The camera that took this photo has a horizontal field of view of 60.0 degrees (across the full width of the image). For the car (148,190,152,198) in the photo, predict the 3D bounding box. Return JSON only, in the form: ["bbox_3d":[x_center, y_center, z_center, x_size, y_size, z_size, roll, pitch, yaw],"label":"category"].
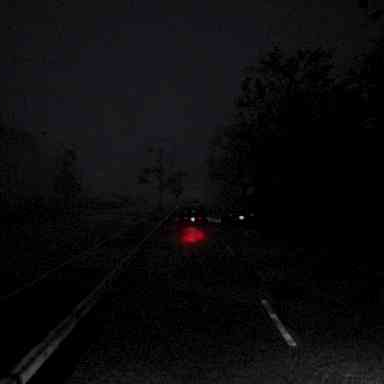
[{"bbox_3d":[-13.944,0.942,88.837,4.792,1.488,2.163,-1,1,-20],"label":"car"}]

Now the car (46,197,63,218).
[{"bbox_3d":[-13.876,1.337,28.803,4.553,1.767,2.185,-1,0,-20],"label":"car"}]

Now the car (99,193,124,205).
[{"bbox_3d":[-14.102,1.386,52.724,5.366,1.575,1.946,-1,1,-20],"label":"car"}]

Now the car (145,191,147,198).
[{"bbox_3d":[-13.963,1.123,79.821,4.674,1.452,2.002,-1,1,-20],"label":"car"}]

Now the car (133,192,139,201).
[{"bbox_3d":[-13.772,1.294,64.871,5.366,1.575,1.946,-1,0,-20],"label":"car"}]

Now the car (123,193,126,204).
[{"bbox_3d":[-13.938,1.410,55.797,4.674,1.452,2.002,-1,0,-20],"label":"car"}]

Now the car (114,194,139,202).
[{"bbox_3d":[-13.976,1.257,70.797,4.792,1.488,2.163,-1,1,-20],"label":"car"}]

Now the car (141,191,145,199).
[{"bbox_3d":[-13.989,1.010,76.808,4.553,1.767,2.185,-1,1,-20],"label":"car"}]

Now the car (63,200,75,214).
[{"bbox_3d":[-13.902,1.494,31.776,4.674,1.452,2.002,-1,0,-20],"label":"car"}]

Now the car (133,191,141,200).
[{"bbox_3d":[-13.976,1.015,67.795,5.566,2.045,2.435,-1,1,-20],"label":"car"}]

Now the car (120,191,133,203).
[{"bbox_3d":[-13.914,1.103,58.815,5.566,2.045,2.435,-1,0,-20],"label":"car"}]

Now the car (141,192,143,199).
[{"bbox_3d":[-13.956,1.227,73.822,4.674,1.452,2.002,-1,1,-20],"label":"car"}]

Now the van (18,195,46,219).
[{"bbox_3d":[-14.012,1.249,25.768,4.442,1.987,1.878,-1,0,-20],"label":"van"}]

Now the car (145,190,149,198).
[{"bbox_3d":[-13.956,1.028,82.820,5.008,1.535,2.097,-1,1,-20],"label":"car"}]

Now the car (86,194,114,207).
[{"bbox_3d":[-13.898,1.437,46.801,4.792,1.488,2.163,-1,0,-20],"label":"car"}]

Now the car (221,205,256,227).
[{"bbox_3d":[3.061,1.552,22.565,1.994,1.385,4.181,0,0,0],"label":"car"}]

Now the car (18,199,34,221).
[{"bbox_3d":[-13.891,1.483,22.829,4.892,1.521,2.231,-1,0,-20],"label":"car"}]

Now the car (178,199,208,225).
[{"bbox_3d":[0.059,1.490,23.759,1.837,1.490,4.892,0,0,0],"label":"car"}]

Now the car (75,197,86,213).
[{"bbox_3d":[-13.885,1.474,34.795,4.792,1.488,2.163,-1,0,-20],"label":"car"}]

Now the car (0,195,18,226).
[{"bbox_3d":[-13.872,1.240,19.860,5.566,2.045,2.435,-1,0,-20],"label":"car"}]

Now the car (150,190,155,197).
[{"bbox_3d":[-13.952,0.606,91.834,5.566,2.045,2.435,-1,1,-20],"label":"car"}]
